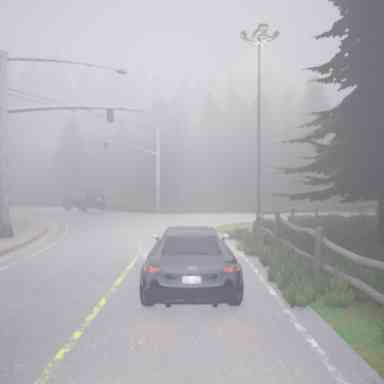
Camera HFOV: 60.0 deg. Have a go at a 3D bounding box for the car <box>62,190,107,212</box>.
[{"bbox_3d":[-10.657,0.841,32.768,5.566,2.045,2.150,1,1,42],"label":"car"}]

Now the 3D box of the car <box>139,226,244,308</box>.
[{"bbox_3d":[-0.030,1.472,7.799,1.994,1.385,4.181,0,1,-1],"label":"car"}]
